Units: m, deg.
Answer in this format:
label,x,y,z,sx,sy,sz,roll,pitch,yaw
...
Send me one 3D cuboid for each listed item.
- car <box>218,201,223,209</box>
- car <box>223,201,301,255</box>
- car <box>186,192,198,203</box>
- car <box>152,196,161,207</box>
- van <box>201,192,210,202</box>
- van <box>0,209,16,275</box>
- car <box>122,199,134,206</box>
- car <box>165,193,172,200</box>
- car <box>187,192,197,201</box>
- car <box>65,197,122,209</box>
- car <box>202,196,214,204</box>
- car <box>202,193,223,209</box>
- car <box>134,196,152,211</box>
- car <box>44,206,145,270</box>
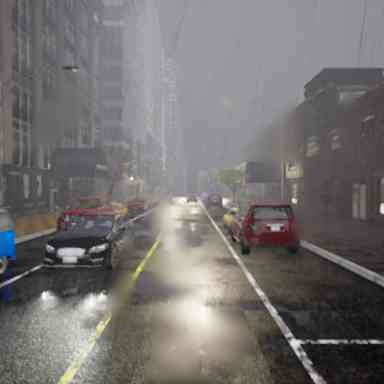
label,x,y,z,sx,sy,sz,roll,pitch,yaw
car,2.677,1.436,18.755,1.752,1.417,4.829,-1,0,0
car,2.674,1.253,13.050,2.192,1.841,5.009,-1,0,0
car,-0.004,1.245,58.896,1.812,1.442,4.674,0,0,0
car,-5.705,1.305,46.099,1.752,1.417,4.829,-1,0,0
van,2.671,1.015,68.394,1.690,1.788,3.998,-1,0,0
van,-5.706,1.305,7.525,1.690,1.788,3.998,-1,0,0
car,-5.704,1.411,23.960,1.752,1.417,4.829,-1,0,0
car,-5.708,1.061,79.478,1.967,1.590,4.097,-1,0,0
car,-0.004,0.870,68.830,2.097,1.767,4.553,0,0,0
car,-5.706,1.226,18.594,2.192,1.841,5.009,-1,0,0
car,2.675,1.309,57.327,1.802,1.307,4.206,-1,0,0
car,2.672,1.121,40.723,2.192,1.841,5.009,-1,0,0
car,-5.704,1.377,35.199,1.887,1.381,4.507,-1,0,0
car,-3.073,1.440,10.851,2.128,1.511,4.902,0,0,0
